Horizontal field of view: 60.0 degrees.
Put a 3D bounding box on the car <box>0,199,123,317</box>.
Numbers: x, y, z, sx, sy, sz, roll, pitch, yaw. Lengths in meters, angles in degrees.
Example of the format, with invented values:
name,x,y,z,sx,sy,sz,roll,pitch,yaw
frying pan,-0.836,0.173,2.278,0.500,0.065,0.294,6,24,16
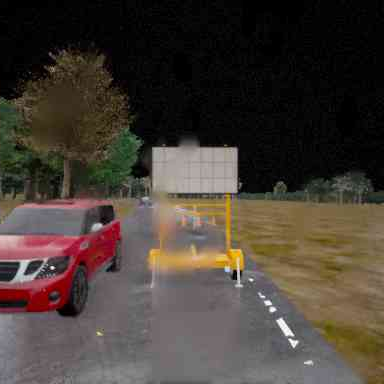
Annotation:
name,x,y,z,sx,sy,sz,roll,pitch,yaw
car,-3.106,1.218,7.821,2.150,2.045,5.566,0,0,0

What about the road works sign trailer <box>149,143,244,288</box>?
name,x,y,z,sx,sy,sz,roll,pitch,yaw
road works sign trailer,0.077,0.464,9.245,2.380,3.560,2.880,0,0,-2

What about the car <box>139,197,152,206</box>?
name,x,y,z,sx,sy,sz,roll,pitch,yaw
car,-7.848,1.536,56.559,1.812,1.442,4.674,0,0,-11
